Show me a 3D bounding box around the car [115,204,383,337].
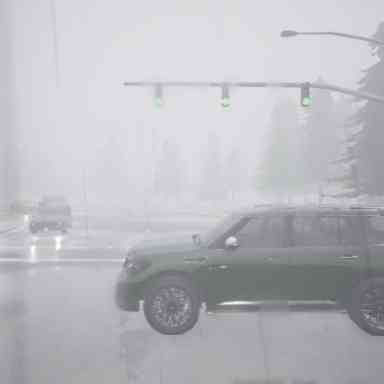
[{"bbox_3d":[1.447,1.269,6.268,5.566,2.045,2.150,0,0,1],"label":"car"}]

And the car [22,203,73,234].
[{"bbox_3d":[-8.305,1.597,20.033,2.033,1.411,5.357,0,0,-14],"label":"car"}]

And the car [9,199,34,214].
[{"bbox_3d":[-18.815,1.603,37.341,5.008,1.535,1.882,0,0,41],"label":"car"}]

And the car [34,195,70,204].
[{"bbox_3d":[-12.236,1.315,29.434,2.150,2.045,5.566,0,0,-31],"label":"car"}]
